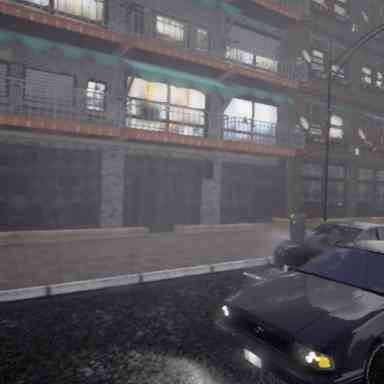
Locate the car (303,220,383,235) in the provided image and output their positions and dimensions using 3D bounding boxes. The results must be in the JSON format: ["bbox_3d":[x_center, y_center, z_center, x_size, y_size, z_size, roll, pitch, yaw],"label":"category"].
[{"bbox_3d":[4.195,1.485,8.996,4.313,1.339,1.947,0,2,-31],"label":"car"}]

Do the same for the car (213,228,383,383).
[{"bbox_3d":[2.979,1.507,5.119,5.357,1.411,2.033,0,1,-31],"label":"car"}]
